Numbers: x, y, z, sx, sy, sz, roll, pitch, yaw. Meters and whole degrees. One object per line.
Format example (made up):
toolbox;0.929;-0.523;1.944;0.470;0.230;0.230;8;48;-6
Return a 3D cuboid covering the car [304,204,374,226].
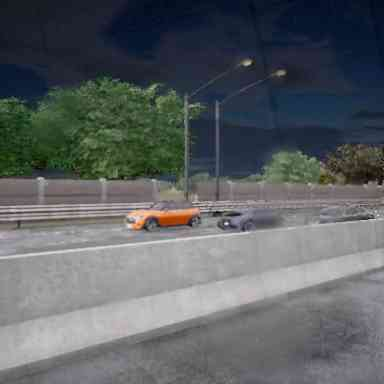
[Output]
car;8.215;1.466;18.443;4.892;1.490;1.837;0;0;-35

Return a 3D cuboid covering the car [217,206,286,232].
car;3.504;1.531;19.383;4.181;1.385;1.994;0;0;-35

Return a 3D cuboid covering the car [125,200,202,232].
car;-1.674;1.328;19.990;4.553;1.767;2.097;0;0;-35
